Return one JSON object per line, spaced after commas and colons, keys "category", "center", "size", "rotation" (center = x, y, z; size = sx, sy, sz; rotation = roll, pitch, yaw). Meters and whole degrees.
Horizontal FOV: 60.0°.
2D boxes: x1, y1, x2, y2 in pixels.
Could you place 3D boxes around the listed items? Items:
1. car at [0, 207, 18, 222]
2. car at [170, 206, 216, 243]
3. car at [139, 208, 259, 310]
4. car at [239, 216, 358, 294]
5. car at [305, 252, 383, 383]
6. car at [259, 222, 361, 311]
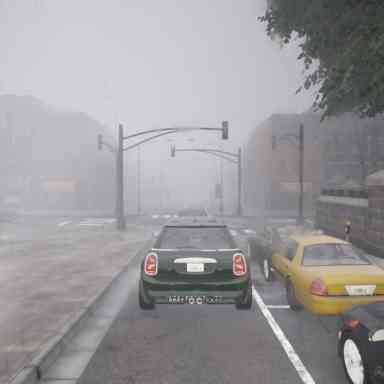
{"category": "car", "center": [-14.725, 1.427, 23.081], "size": [4.892, 1.490, 1.837], "rotation": [1, 1, 0]}
{"category": "car", "center": [0.036, 1.556, 17.421], "size": [2.033, 1.411, 5.357], "rotation": [0, 0, 0]}
{"category": "car", "center": [0.077, 1.350, 7.986], "size": [2.097, 1.767, 4.553], "rotation": [0, 0, 0]}
{"category": "car", "center": [2.665, 1.549, 9.579], "size": [2.008, 1.369, 4.403], "rotation": [-1, 0, 0]}
{"category": "car", "center": [2.625, 1.550, 2.443], "size": [2.008, 1.369, 4.403], "rotation": [-1, 0, 0]}
{"category": "car", "center": [2.685, 1.524, 7.605], "size": [1.752, 1.417, 4.829], "rotation": [-1, 0, 0]}
